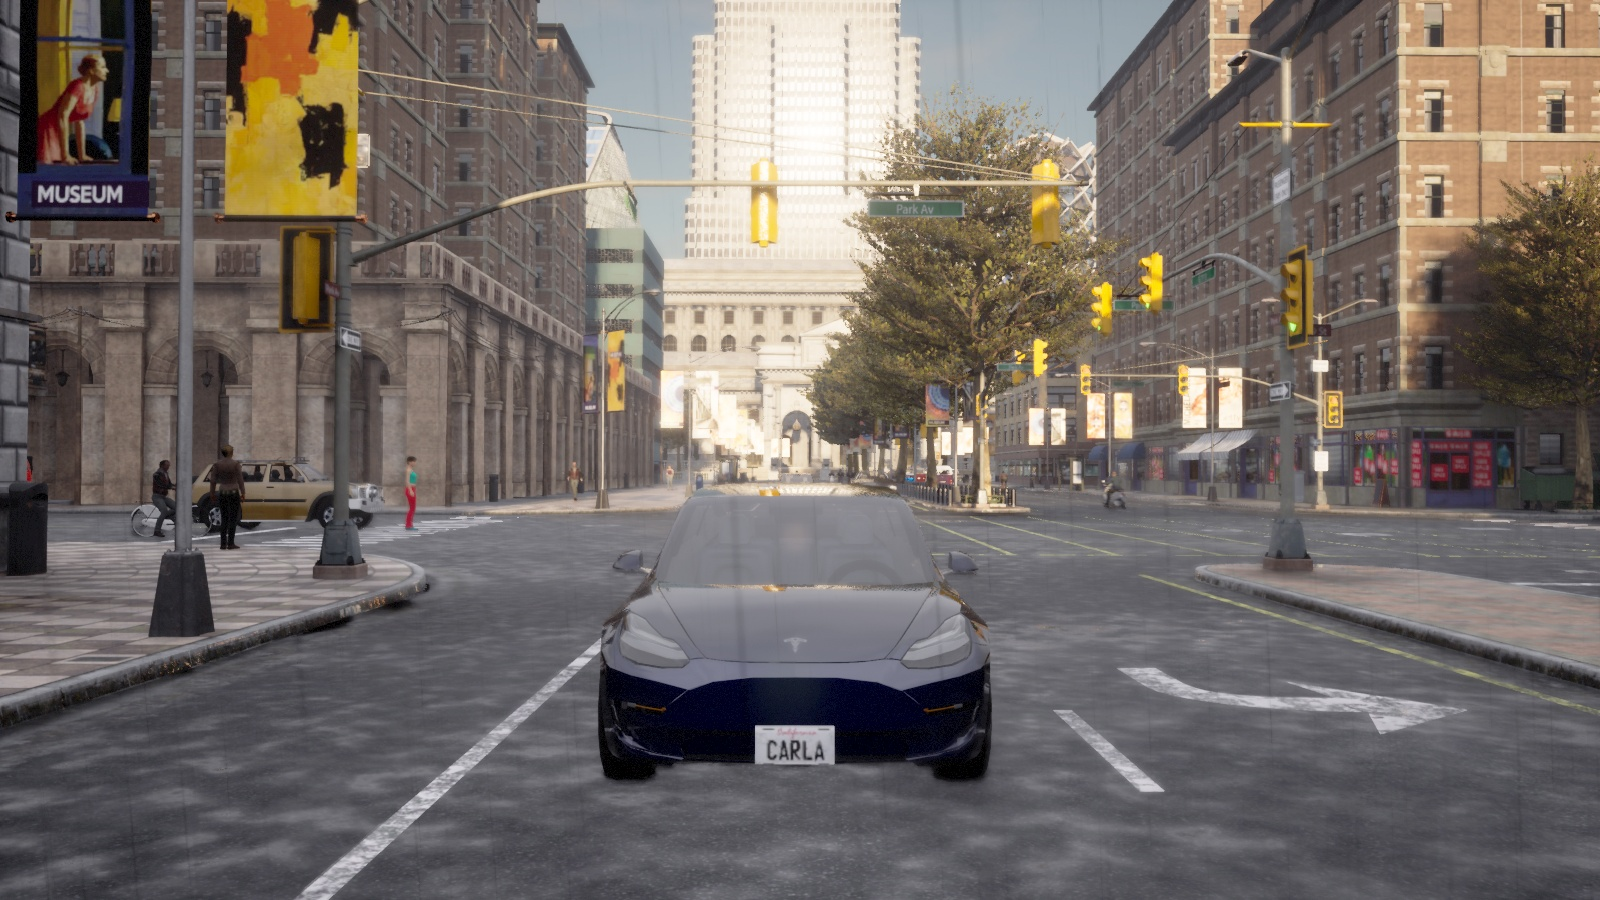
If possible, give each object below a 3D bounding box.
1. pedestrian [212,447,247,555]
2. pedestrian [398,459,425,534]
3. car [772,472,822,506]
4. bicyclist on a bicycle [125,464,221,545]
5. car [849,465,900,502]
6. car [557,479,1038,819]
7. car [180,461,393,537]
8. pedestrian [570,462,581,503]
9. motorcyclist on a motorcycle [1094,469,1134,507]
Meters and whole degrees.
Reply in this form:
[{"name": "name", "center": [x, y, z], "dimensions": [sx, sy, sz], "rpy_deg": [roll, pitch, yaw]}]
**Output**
[{"name": "pedestrian", "center": [-9.950, 0.878, 21.896], "dimensions": [0.331, 1.846, 0.634], "rpy_deg": [0, -1, -2]}, {"name": "pedestrian", "center": [-9.524, 1.132, 30.817], "dimensions": [0.594, 1.836, 0.345], "rpy_deg": [0, -1, -9]}, {"name": "car", "center": [-0.140, 1.785, 57.926], "dimensions": [2.163, 1.488, 4.792], "rpy_deg": [0, -1, 0]}, {"name": "bicyclist on a bicycle", "center": [-14.120, 1.216, 28.301], "dimensions": [1.843, 1.776, 0.659], "rpy_deg": [0, -1, 0]}, {"name": "car", "center": [3.435, 1.566, 58.898], "dimensions": [2.152, 1.651, 5.027], "rpy_deg": [0, -1, 1]}, {"name": "car", "center": [-0.020, 0.950, 8.059], "dimensions": [2.163, 1.488, 4.792], "rpy_deg": [0, -1, 0]}, {"name": "car", "center": [-12.935, 1.216, 31.817], "dimensions": [4.605, 1.855, 1.932], "rpy_deg": [0, -1, 0]}, {"name": "pedestrian", "center": [-10.138, 1.460, 56.629], "dimensions": [0.376, 1.854, 0.720], "rpy_deg": [0, -1, 0]}, {"name": "motorcyclist on a motorcycle", "center": [13.557, 1.623, 54.283], "dimensions": [0.866, 1.590, 1.817], "rpy_deg": [0, -1, -16]}]
